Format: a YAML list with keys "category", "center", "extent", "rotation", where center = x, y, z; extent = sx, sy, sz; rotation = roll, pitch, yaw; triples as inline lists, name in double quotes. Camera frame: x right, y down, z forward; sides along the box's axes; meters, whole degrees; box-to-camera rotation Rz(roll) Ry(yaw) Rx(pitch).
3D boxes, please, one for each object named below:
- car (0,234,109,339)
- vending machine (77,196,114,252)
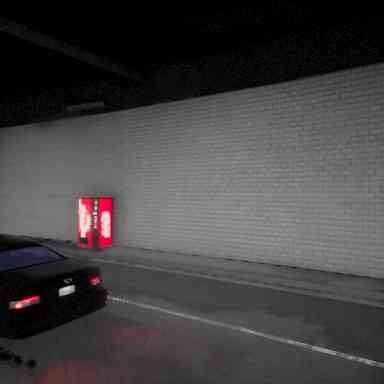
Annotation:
- category: "car"
  center: [-4.063, 1.547, 6.329]
  extent: [5.357, 1.411, 2.033]
  rotation: [0, 0, 30]
- category: "vending machine"
  center: [-3.784, 1.195, 13.047]
  extent: [0.880, 2.100, 1.100]
  rotation: [0, 0, 29]
